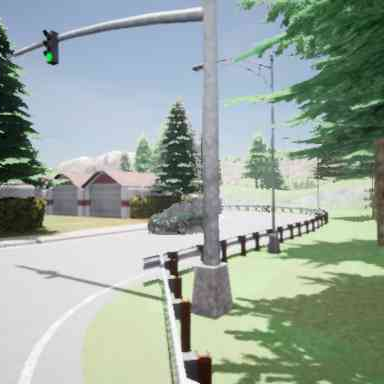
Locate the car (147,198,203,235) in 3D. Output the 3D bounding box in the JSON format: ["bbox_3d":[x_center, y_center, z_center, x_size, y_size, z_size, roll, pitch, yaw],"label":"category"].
[{"bbox_3d":[-0.558,1.449,19.655,2.097,1.767,4.553,-1,0,35],"label":"car"}]

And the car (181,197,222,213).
[{"bbox_3d":[1.122,1.559,39.842,4.553,1.767,2.097,-1,0,39],"label":"car"}]
